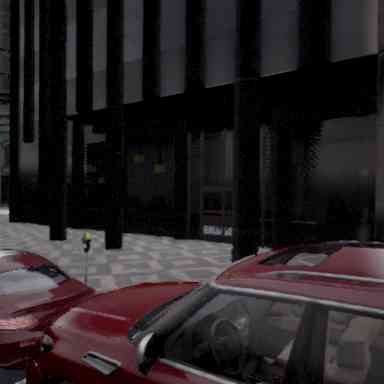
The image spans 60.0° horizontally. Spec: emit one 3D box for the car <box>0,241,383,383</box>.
[{"bbox_3d":[0.946,1.314,2.283,5.009,1.841,2.192,0,1,35],"label":"car"}]
